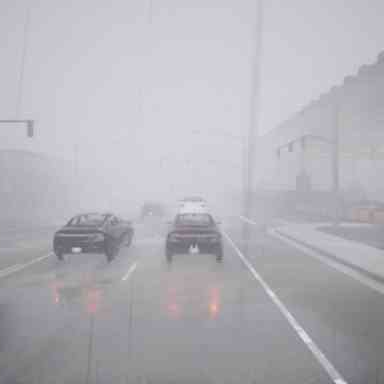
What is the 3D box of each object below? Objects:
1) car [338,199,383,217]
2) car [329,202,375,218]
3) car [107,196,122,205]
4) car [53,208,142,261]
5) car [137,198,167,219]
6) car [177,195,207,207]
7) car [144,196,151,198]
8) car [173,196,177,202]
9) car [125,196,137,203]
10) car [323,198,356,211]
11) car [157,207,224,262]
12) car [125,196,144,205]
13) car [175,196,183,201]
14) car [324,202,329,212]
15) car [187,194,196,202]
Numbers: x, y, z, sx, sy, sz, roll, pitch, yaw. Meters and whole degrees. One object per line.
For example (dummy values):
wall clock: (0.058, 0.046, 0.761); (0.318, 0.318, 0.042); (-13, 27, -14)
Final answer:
car: (15.970, 1.337, 31.112); (1.853, 1.218, 4.536); (0, 0, -36)
car: (15.939, 1.495, 31.153); (2.038, 1.542, 4.974); (0, 0, -36)
car: (-14.038, 1.582, 60.739); (1.837, 1.490, 4.892); (0, 0, 1)
car: (-3.422, 1.508, 12.315); (2.128, 1.511, 4.902); (0, 0, 0)
car: (-3.419, 1.544, 29.892); (1.837, 1.490, 4.892); (0, 0, 0)
car: (0.079, 1.258, 28.718); (2.150, 2.045, 5.566); (0, 0, 0)
car: (-10.513, 1.578, 76.471); (1.882, 1.535, 5.008); (0, 0, 0)
car: (-3.513, 1.657, 79.981); (1.994, 1.385, 4.181); (0, 0, 0)
car: (-14.013, 1.695, 76.371); (1.895, 1.301, 4.718); (0, 0, 0)
car: (15.963, 1.343, 35.800); (1.853, 1.218, 4.536); (0, 0, 44)
car: (0.077, 1.508, 12.179); (2.128, 1.511, 4.902); (0, 0, 0)
car: (-10.539, 1.605, 60.820); (1.812, 1.442, 4.674); (0, 0, 0)
car: (-3.515, 1.697, 88.720); (1.895, 1.301, 4.718); (0, 0, 0)
car: (15.928, 1.501, 35.761); (2.038, 1.542, 4.974); (0, 0, 44)
car: (-0.013, 1.458, 79.318); (2.097, 1.767, 4.553); (0, 0, 0)
